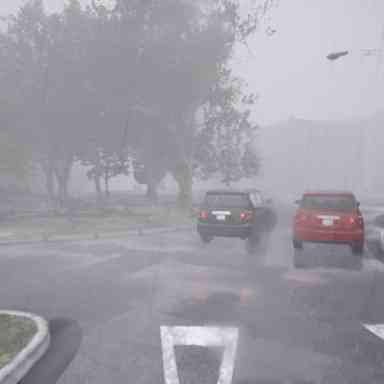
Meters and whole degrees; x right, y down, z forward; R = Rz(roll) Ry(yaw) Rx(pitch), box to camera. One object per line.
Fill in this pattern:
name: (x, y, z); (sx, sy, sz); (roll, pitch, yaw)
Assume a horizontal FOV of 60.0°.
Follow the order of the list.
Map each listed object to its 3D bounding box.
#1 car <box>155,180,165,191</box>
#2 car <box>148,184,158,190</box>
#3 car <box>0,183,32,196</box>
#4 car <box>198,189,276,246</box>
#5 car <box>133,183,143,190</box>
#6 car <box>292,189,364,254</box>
car: (-6.406, -1.237, 63.112); (2.150, 2.045, 5.566); (-1, 2, -13)
car: (-8.625, -1.102, 73.361); (2.033, 1.411, 5.357); (0, 1, -8)
car: (-24.014, -0.390, 44.327); (4.553, 1.767, 2.097); (-2, 3, -37)
car: (2.026, 0.859, 13.867); (2.150, 2.045, 5.566); (0, 2, 22)
car: (-11.864, -1.145, 73.021); (1.882, 1.535, 5.008); (0, 1, -8)
car: (5.084, 0.913, 12.596); (2.150, 2.045, 5.566); (1, 2, 21)
